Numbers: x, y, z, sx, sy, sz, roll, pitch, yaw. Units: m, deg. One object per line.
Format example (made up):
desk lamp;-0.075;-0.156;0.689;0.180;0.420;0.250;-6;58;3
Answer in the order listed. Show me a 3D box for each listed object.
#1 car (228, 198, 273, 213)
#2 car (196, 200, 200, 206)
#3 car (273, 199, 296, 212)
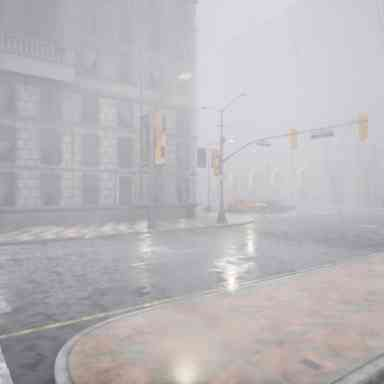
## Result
car;6.181;1.476;36.922;1.882;1.535;5.008;0;0;-36
car;-0.662;1.502;52.454;1.837;1.490;4.892;0;0;-35
car;9.352;1.545;38.656;2.033;1.411;5.357;0;0;-38
